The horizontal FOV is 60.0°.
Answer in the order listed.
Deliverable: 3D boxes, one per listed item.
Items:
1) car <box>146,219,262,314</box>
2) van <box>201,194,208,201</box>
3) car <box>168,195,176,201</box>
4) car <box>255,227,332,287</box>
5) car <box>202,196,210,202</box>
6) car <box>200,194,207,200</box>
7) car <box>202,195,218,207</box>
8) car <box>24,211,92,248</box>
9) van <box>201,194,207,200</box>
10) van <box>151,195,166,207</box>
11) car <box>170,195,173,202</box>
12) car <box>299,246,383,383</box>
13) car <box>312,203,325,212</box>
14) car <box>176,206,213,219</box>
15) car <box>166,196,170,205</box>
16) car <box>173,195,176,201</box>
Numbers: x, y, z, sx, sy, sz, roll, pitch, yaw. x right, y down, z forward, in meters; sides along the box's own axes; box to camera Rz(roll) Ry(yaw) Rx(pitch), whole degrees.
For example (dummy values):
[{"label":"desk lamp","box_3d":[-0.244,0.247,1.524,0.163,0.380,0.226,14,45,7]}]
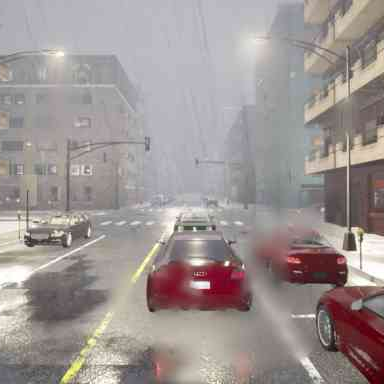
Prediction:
[{"label":"car","box_3d":[0.118,1.566,7.701,1.994,1.385,4.181,0,0,-1]},{"label":"van","box_3d":[3.223,1.349,86.695,1.690,1.788,3.998,1,0,0]},{"label":"car","box_3d":[-5.160,1.554,86.787,1.887,1.381,4.507,1,0,0]},{"label":"car","box_3d":[2.681,1.584,8.975,1.802,1.307,4.206,1,0,0]},{"label":"car","box_3d":[3.129,1.590,75.355,1.802,1.307,4.206,1,0,0]},{"label":"car","box_3d":[3.084,1.558,69.685,2.008,1.369,4.403,1,0,0]},{"label":"car","box_3d":[3.043,1.558,51.097,2.008,1.369,4.403,1,0,0]},{"label":"car","box_3d":[-5.747,1.554,14.727,2.008,1.369,4.403,1,0,0]},{"label":"van","box_3d":[3.268,1.350,92.365,1.690,1.788,3.998,1,0,0]},{"label":"van","box_3d":[-5.502,1.349,52.772,1.690,1.788,3.998,1,0,0]},{"label":"car","box_3d":[-5.339,1.448,64.105,1.967,1.590,4.097,1,0,0]},{"label":"car","box_3d":[2.672,1.583,3.304,1.802,1.307,4.206,1,0,0]},{"label":"car","box_3d":[15.605,1.518,36.850,4.507,1.381,1.887,0,-1,1]},{"label":"car","box_3d":[0.128,1.604,16.522,1.895,1.301,4.718,0,0,0]},{"label":"car","box_3d":[-5.386,1.574,58.434,1.947,1.339,4.313,1,0,0]},{"label":"car","box_3d":[-5.250,1.575,75.446,1.947,1.339,4.313,1,0,0]}]
